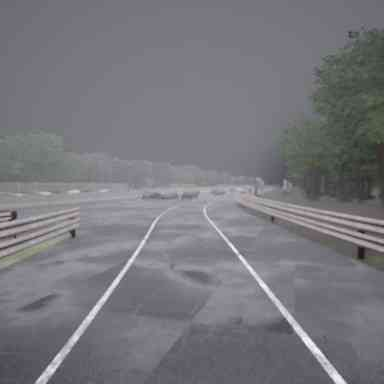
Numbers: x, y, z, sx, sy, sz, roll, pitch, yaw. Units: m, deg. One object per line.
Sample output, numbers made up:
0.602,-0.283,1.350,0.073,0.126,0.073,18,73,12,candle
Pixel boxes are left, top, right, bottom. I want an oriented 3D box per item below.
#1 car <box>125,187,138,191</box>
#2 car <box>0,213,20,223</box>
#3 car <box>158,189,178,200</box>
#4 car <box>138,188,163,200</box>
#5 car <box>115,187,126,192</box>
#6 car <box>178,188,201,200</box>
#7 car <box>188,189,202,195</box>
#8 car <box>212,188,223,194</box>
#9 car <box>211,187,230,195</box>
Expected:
-15.429,-0.051,89.840,1.812,1.442,4.674,0,1,17,car
-12.159,1.470,18.195,2.033,1.411,5.357,0,1,17,car
-3.647,0.596,57.145,1.994,1.385,4.181,0,1,17,car
-6.987,0.524,58.194,2.128,1.511,4.902,0,1,17,car
-18.872,-0.341,90.559,2.150,2.045,5.566,0,1,17,car
-0.307,0.536,56.103,1.837,1.490,4.892,0,1,17,car
0.740,-0.016,82.912,2.128,1.511,4.902,0,1,17,car
7.069,-0.225,91.425,2.033,1.411,5.357,0,1,17,car
6.817,0.041,78.890,2.033,1.411,5.357,0,1,17,car
